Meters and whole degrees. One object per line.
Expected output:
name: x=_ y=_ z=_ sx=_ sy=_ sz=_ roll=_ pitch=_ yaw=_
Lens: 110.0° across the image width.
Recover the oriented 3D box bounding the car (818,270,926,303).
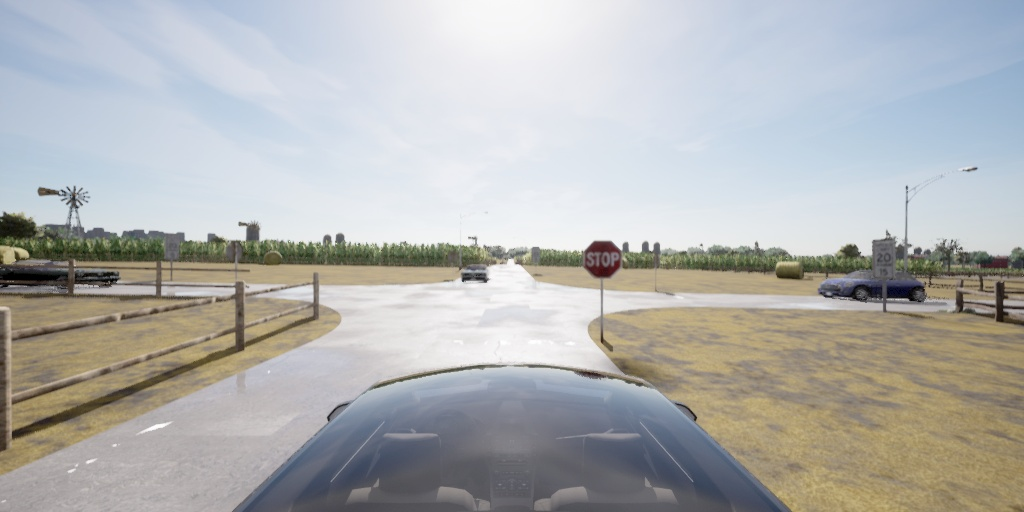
car: x=19.888 y=1.569 z=19.958 sx=4.553 sy=1.767 sz=2.097 roll=1 pitch=-1 yaw=0

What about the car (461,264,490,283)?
car: x=-2.744 y=1.327 z=27.543 sx=1.895 sy=1.301 sz=4.718 roll=0 pitch=0 yaw=0

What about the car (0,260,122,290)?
car: x=-21.637 y=0.883 z=16.940 sx=4.718 sy=1.301 sz=1.895 roll=1 pitch=-1 yaw=0
